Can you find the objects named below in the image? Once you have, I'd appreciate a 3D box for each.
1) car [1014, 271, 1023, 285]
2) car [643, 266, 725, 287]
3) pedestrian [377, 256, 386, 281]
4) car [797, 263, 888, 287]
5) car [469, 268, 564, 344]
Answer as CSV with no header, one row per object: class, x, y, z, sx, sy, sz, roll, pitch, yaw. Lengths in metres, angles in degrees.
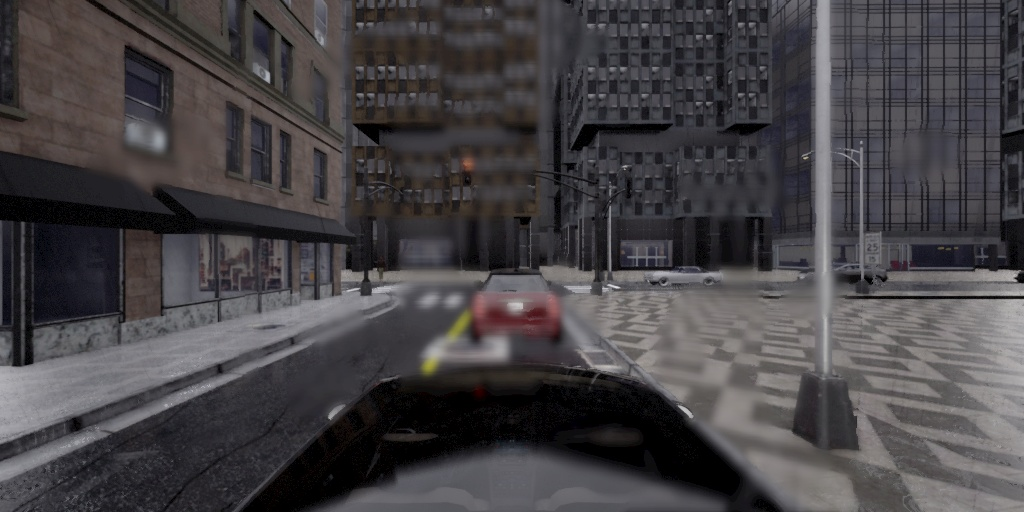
car,36.062,1.207,23.353,4.892,1.490,1.837,0,0,1
car,11.195,1.336,23.647,4.718,1.301,1.895,0,0,1
pedestrian,-9.838,0.907,26.913,0.375,1.860,0.375,0,0,1
car,21.582,1.213,23.530,4.902,1.511,2.128,0,0,1
car,0.069,1.103,9.731,2.097,1.767,4.553,0,0,-1
